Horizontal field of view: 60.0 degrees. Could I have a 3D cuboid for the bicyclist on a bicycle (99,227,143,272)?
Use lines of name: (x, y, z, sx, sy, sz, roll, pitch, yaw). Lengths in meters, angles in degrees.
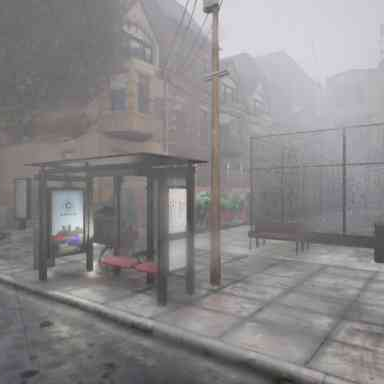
bicyclist on a bicycle: (-1.907, 1.338, 9.187, 0.582, 1.620, 1.656, -4, -5, 35)
